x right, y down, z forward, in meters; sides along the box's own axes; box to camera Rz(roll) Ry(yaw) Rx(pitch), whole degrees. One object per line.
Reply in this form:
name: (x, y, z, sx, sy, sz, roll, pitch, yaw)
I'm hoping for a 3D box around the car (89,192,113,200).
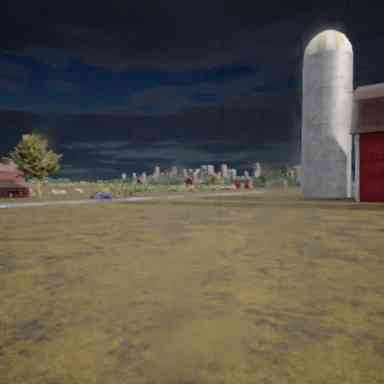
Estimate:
car: (-16.008, 0.721, 58.842, 1.994, 1.385, 4.181, 1, 2, 36)
